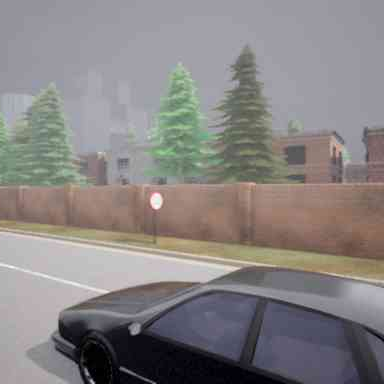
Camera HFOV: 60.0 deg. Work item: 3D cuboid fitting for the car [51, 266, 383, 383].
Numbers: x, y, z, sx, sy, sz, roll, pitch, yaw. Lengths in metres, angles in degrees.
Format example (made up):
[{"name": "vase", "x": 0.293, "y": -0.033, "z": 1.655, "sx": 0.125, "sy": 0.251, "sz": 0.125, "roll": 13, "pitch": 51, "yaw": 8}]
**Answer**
[{"name": "car", "x": 0.813, "y": 1.548, "z": 3.387, "sx": 5.357, "sy": 1.411, "sz": 2.033, "roll": 0, "pitch": 0, "yaw": 36}]
